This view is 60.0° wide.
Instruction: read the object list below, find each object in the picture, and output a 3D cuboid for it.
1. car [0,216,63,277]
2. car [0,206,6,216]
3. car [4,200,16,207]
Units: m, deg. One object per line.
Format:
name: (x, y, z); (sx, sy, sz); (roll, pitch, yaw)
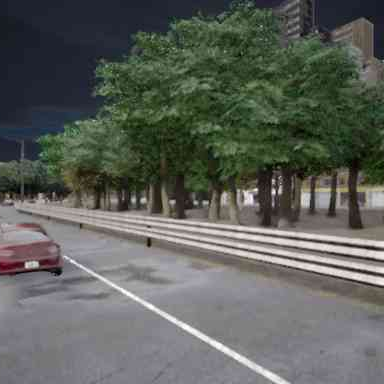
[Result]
car: (-5.297, 1.673, 10.173); (1.812, 1.442, 4.674); (1, -1, -35)
car: (-14.367, 1.863, 23.211); (1.812, 1.442, 4.674); (1, -1, -35)
car: (-41.326, 2.599, 76.023); (1.812, 1.442, 4.674); (0, -1, -10)
